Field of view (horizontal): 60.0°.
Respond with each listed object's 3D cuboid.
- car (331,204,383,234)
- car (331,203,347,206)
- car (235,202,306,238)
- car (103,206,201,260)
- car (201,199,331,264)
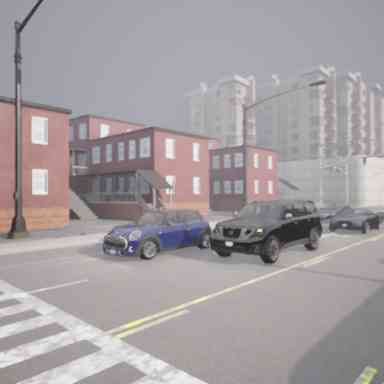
[{"bbox_3d":[9.914,1.672,20.085,1.994,1.385,4.181,-1,-1,44],"label":"car"},{"bbox_3d":[11.834,1.651,27.276,2.128,1.511,4.902,-1,-1,43],"label":"car"},{"bbox_3d":[4.734,1.505,19.676,2.097,1.767,4.553,-1,-1,43],"label":"car"},{"bbox_3d":[-1.241,1.498,13.266,2.097,1.767,4.553,-1,-1,43],"label":"car"},{"bbox_3d":[3.077,1.322,12.774,2.150,2.045,5.566,-1,-1,43],"label":"car"}]
